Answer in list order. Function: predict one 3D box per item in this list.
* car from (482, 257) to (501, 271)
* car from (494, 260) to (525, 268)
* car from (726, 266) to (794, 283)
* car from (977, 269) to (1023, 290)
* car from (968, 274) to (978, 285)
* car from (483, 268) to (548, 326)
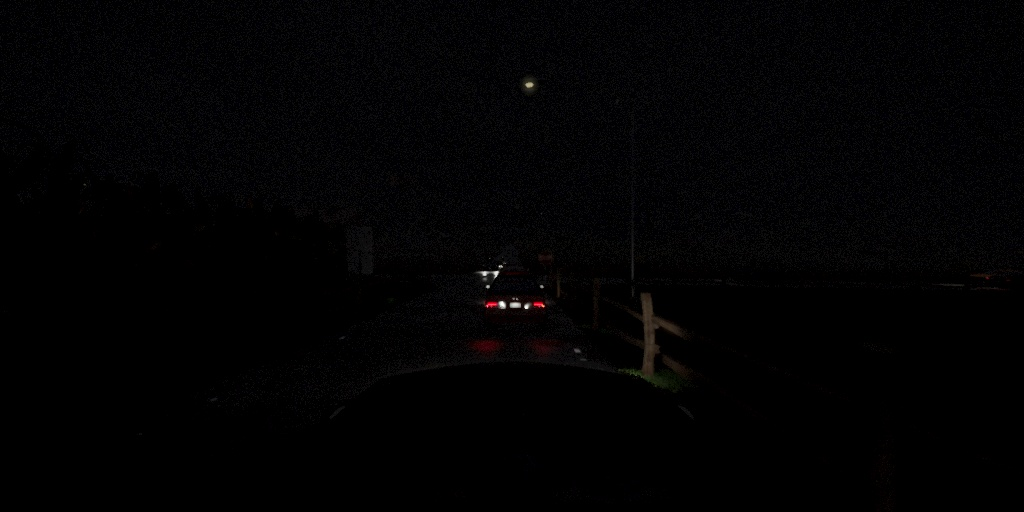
[{"bbox_3d":[-2.800,1.221,47.803,1.837,1.490,4.892,0,1,0],"label":"car"},{"bbox_3d":[0.094,1.233,23.094,1.882,1.535,5.008,0,0,0],"label":"car"},{"bbox_3d":[22.849,1.659,33.136,5.357,1.411,2.033,1,2,0],"label":"car"},{"bbox_3d":[42.796,2.104,30.165,4.181,1.385,1.994,1,2,0],"label":"car"},{"bbox_3d":[44.834,1.974,32.988,5.008,1.535,1.882,1,2,1],"label":"car"},{"bbox_3d":[0.092,1.301,11.661,2.033,1.411,5.357,0,0,0],"label":"car"}]
